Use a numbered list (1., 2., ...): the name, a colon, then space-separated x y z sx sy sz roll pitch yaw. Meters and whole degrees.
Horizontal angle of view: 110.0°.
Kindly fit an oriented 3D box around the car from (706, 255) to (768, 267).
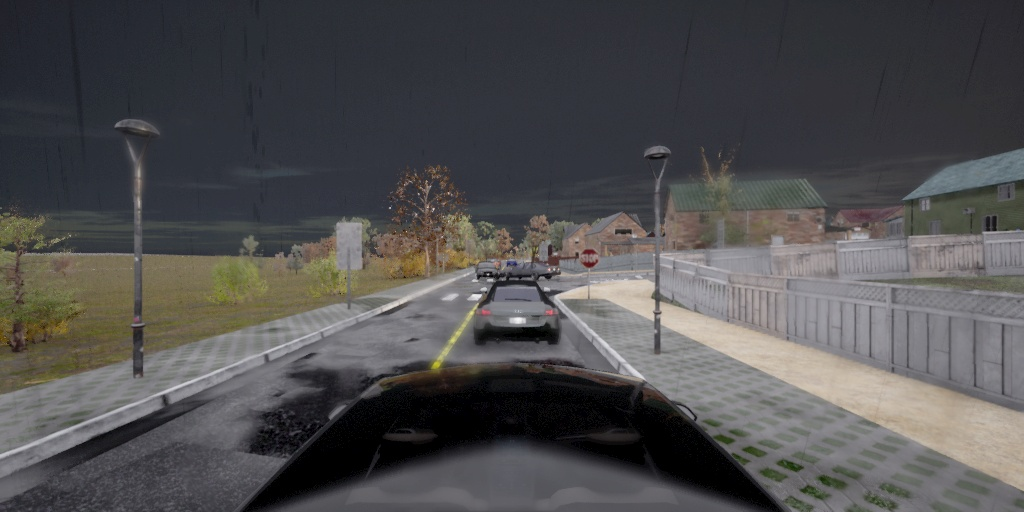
1. car: 14.373 0.410 22.867 4.181 1.385 1.994 -3 0 16

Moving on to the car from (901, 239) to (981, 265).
1. car: 23.875 -0.211 20.452 4.902 1.511 2.128 -3 0 14

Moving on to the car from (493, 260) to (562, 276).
1. car: 1.318 1.194 28.482 5.357 1.411 2.033 -4 -3 43

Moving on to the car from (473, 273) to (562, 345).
1. car: 0.097 1.312 9.467 1.994 1.385 4.181 0 0 -1

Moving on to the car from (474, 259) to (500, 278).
1. car: -2.271 1.254 31.391 1.837 1.490 4.892 0 0 -8

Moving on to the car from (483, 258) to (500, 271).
1. car: -2.881 1.114 51.208 2.097 1.767 4.553 0 0 1
